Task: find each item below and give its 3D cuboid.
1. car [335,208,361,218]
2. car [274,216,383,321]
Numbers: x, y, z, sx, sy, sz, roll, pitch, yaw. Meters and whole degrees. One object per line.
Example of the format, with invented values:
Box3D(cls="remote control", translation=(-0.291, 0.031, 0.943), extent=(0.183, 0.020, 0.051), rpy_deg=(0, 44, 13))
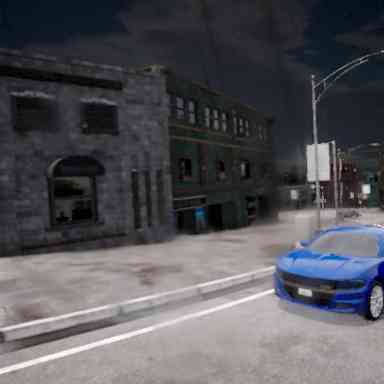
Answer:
Box3D(cls="car", translation=(21.775, 2.913, 46.644), extent=(2.033, 1.411, 5.357), rpy_deg=(-3, -3, 5))
Box3D(cls="car", translation=(3.808, 1.552, 7.717), extent=(5.008, 1.535, 1.882), rpy_deg=(1, -1, -44))
